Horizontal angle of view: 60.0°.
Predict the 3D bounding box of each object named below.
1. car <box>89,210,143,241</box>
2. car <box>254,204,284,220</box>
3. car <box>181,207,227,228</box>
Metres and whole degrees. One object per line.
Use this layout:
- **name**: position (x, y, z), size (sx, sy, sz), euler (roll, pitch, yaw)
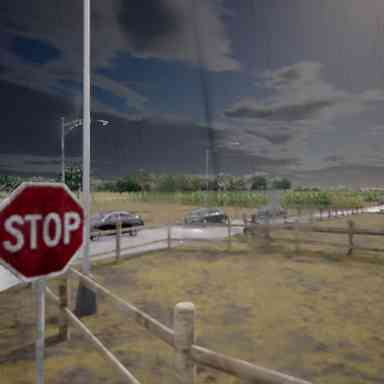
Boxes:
- **car**: position (-4.847, 1.802, 18.767), size (2.128, 1.511, 4.902), euler (1, -1, 34)
- **car**: position (8.894, 2.184, 38.196), size (2.097, 1.767, 4.553), euler (1, -1, 36)
- **car**: position (1.087, 2.027, 27.222), size (1.837, 1.490, 4.892), euler (1, -1, 35)
